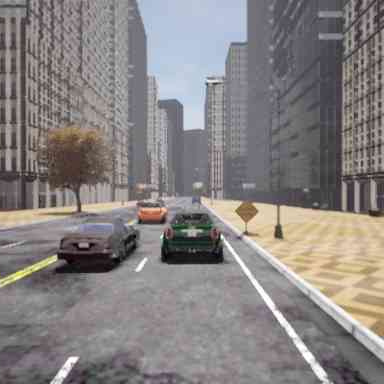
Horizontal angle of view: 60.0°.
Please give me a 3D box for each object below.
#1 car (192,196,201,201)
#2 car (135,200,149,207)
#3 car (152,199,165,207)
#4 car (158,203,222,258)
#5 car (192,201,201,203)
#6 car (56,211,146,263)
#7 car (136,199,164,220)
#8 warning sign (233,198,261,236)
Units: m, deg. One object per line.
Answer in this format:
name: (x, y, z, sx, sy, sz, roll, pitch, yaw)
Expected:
car: (1.111, 2.028, 83.494, 2.150, 2.045, 5.566, 0, -1, 0)
car: (-9.781, 2.228, 65.287, 1.895, 1.301, 4.718, 0, -1, 0)
car: (-6.534, 2.131, 65.310, 1.837, 1.490, 4.892, 0, 0, 0)
car: (0.019, 1.481, 13.407, 2.097, 1.767, 4.553, 0, -1, 1)
car: (0.015, 1.767, 28.504, 2.128, 1.511, 4.902, 0, 0, 0)
car: (-3.245, 1.669, 12.511, 2.033, 1.411, 5.357, 0, -1, 0)
car: (-3.236, 1.625, 28.409, 2.097, 1.767, 4.553, 0, -1, 0)
warning sign: (2.859, 1.284, 17.445, 1.300, 1.860, 1.060, 1, 0, 0)
